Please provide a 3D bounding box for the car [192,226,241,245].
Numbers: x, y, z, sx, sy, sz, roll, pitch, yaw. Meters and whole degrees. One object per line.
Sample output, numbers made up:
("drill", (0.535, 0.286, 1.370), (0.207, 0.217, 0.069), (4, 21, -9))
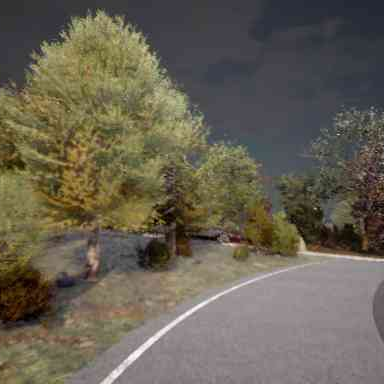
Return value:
("car", (0.360, 2.475, 21.153), (5.357, 1.411, 2.033), (6, -7, 0))
